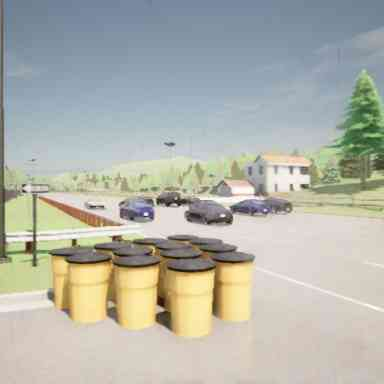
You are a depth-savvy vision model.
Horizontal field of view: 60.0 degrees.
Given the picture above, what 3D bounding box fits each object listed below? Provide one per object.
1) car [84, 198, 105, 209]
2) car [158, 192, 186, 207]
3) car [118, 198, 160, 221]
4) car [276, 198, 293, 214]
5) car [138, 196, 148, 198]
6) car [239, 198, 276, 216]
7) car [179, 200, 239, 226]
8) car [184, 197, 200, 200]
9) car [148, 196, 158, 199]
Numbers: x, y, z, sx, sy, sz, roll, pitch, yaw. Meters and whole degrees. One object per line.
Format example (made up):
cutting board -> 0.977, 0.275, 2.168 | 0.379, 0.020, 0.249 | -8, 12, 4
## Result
car -> -12.395, 1.450, 41.949 | 1.895, 1.301, 4.718 | 0, 0, -27
car -> -3.412, 1.030, 47.453 | 2.150, 2.045, 5.566 | 0, 0, -27
car -> -4.362, 1.425, 26.013 | 1.812, 1.442, 4.674 | 0, 0, -27
car -> 7.825, 1.350, 32.939 | 1.837, 1.490, 4.892 | 0, 0, -27
car -> -7.388, 1.395, 39.789 | 2.033, 1.411, 5.357 | 0, 0, -27
car -> 5.200, 1.387, 30.369 | 1.812, 1.442, 4.674 | 0, 0, -27
car -> 1.066, 1.464, 23.023 | 1.994, 1.385, 4.181 | 0, 0, -27
car -> 1.223, 1.433, 30.486 | 1.994, 1.385, 4.181 | 0, 0, -27
car -> -6.787, 1.324, 46.374 | 1.837, 1.490, 4.892 | 0, 0, -27
